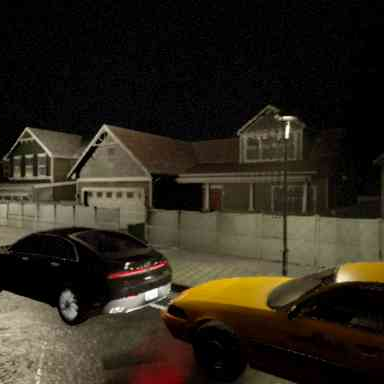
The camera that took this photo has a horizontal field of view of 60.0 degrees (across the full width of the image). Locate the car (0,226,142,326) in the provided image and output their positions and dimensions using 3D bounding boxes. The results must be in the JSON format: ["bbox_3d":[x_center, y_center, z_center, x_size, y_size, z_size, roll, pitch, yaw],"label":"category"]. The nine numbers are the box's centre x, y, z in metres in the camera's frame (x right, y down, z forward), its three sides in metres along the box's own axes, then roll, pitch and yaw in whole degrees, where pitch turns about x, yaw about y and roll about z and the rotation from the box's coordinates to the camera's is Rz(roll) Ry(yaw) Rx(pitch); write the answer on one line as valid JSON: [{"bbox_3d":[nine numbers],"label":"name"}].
[{"bbox_3d":[-2.660,1.490,7.070,4.892,1.490,1.837,0,0,36],"label":"car"}]

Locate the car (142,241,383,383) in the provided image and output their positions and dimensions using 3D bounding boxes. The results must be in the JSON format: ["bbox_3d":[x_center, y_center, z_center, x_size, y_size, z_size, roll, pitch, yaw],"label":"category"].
[{"bbox_3d":[2.062,1.457,3.686,5.366,1.575,1.801,0,0,36],"label":"car"}]
